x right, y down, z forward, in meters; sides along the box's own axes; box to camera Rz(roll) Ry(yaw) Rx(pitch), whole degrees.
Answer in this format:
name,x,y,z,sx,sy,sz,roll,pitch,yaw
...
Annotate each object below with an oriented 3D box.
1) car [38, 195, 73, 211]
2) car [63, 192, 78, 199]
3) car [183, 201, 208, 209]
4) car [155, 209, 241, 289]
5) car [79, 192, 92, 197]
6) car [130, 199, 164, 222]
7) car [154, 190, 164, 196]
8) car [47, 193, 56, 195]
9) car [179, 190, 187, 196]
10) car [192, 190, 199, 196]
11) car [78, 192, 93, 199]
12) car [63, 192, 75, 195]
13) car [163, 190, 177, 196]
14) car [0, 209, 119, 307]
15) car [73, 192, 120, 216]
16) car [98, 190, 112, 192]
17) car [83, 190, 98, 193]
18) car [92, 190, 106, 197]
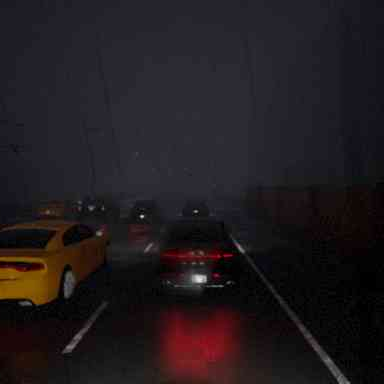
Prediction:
name,x,y,z,sx,sy,sz,roll,pitch,yaw
car,-10.215,1.249,26.078,1.882,1.535,5.008,0,1,0
car,-27.363,0.809,75.013,1.994,1.385,4.181,0,1,1
car,0.282,1.339,25.576,1.994,1.385,4.181,0,1,0
car,0.155,1.426,8.917,1.837,1.490,4.892,0,1,0
car,-27.208,0.665,85.102,1.895,1.301,4.718,0,1,1
car,-3.231,1.294,24.133,1.837,1.490,4.892,0,1,0
car,-9.575,0.347,93.678,1.882,1.535,5.008,0,1,1
car,-27.514,0.958,64.951,1.994,1.385,4.181,0,1,1
car,-2.570,0.220,93.949,2.097,1.767,4.553,0,1,1
car,0.930,0.417,93.930,1.994,1.385,4.181,0,1,1
car,-23.866,0.812,74.794,1.994,1.385,4.181,0,1,1
car,-24.014,0.743,64.934,2.097,1.767,4.553,0,1,1
car,-6.075,0.395,93.620,2.128,1.511,4.902,0,1,1
car,-3.352,1.407,7.961,1.882,1.535,5.008,0,1,1
car,-6.728,1.136,24.435,2.097,1.767,4.553,0,0,0
car,-20.366,0.485,74.771,2.150,2.045,5.566,0,1,1
car,-20.514,0.742,64.891,2.097,1.767,4.553,0,1,1
car,-23.712,0.429,84.855,2.097,1.767,4.553,0,1,1
